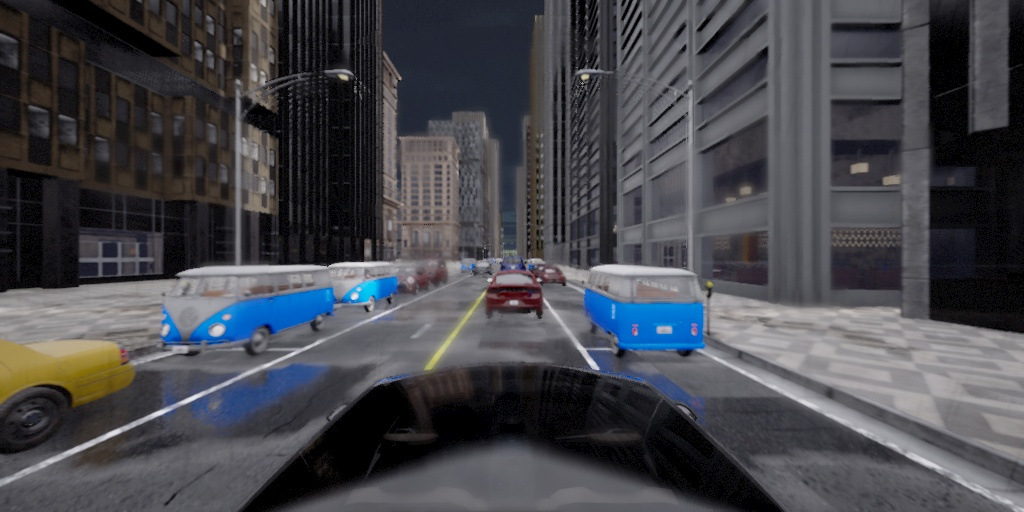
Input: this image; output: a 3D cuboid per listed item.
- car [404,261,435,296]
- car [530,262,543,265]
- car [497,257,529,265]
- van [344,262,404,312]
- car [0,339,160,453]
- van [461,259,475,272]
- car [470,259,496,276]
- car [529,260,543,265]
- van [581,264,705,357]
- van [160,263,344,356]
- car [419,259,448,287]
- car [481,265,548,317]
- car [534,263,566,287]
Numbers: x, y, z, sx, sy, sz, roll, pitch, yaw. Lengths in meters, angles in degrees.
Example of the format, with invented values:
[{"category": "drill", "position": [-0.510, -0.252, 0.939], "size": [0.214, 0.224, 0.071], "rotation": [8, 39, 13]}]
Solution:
[{"category": "car", "position": [-5.759, 1.246, 19.617], "size": [1.967, 1.591, 4.097], "rotation": [0, 0, 0]}, {"category": "car", "position": [2.768, 1.422, 30.902], "size": [1.802, 1.307, 4.207], "rotation": [0, 0, 0]}, {"category": "car", "position": [0.099, 1.064, 31.405], "size": [2.150, 2.045, 5.566], "rotation": [0, 0, 0]}, {"category": "van", "position": [-5.760, 1.129, 13.977], "size": [1.690, 1.789, 3.998], "rotation": [0, 0, 0]}, {"category": "car", "position": [-5.762, 1.279, 2.525], "size": [1.751, 1.417, 4.829], "rotation": [0, 0, 0]}, {"category": "van", "position": [-5.755, 1.233, 47.823], "size": [1.690, 1.789, 3.998], "rotation": [0, 0, 0]}, {"category": "car", "position": [-3.089, 1.390, 38.808], "size": [1.812, 1.442, 4.674], "rotation": [0, 0, 0]}, {"category": "car", "position": [2.769, 1.423, 36.543], "size": [1.948, 1.339, 4.313], "rotation": [0, 0, 0]}, {"category": "van", "position": [2.764, 1.111, 8.339], "size": [1.690, 1.789, 3.998], "rotation": [0, 0, 0]}, {"category": "van", "position": [-5.761, 1.112, 8.336], "size": [1.690, 1.789, 3.998], "rotation": [0, 0, 0]}, {"category": "car", "position": [-5.758, 1.138, 25.259], "size": [2.192, 1.841, 5.009], "rotation": [0, 0, 0]}, {"category": "car", "position": [0.087, 1.264, 13.302], "size": [1.882, 1.535, 5.008], "rotation": [0, 0, 0]}, {"category": "car", "position": [2.767, 1.405, 25.261], "size": [1.802, 1.307, 4.207], "rotation": [0, 0, 0]}]
